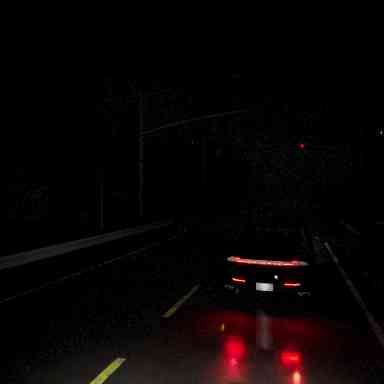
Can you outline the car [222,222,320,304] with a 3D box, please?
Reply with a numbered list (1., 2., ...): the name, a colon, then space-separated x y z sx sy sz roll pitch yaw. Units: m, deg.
1. car: 2.070 1.491 8.270 2.128 1.511 4.902 0 0 18
